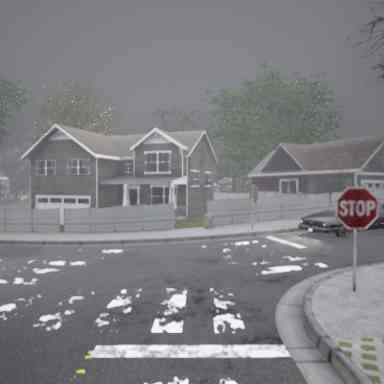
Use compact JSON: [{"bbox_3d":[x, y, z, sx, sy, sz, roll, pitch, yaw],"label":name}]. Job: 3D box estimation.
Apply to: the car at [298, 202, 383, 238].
[{"bbox_3d":[7.542,1.135,15.312,5.357,1.411,2.033,-3,2,-22],"label":"car"}]
